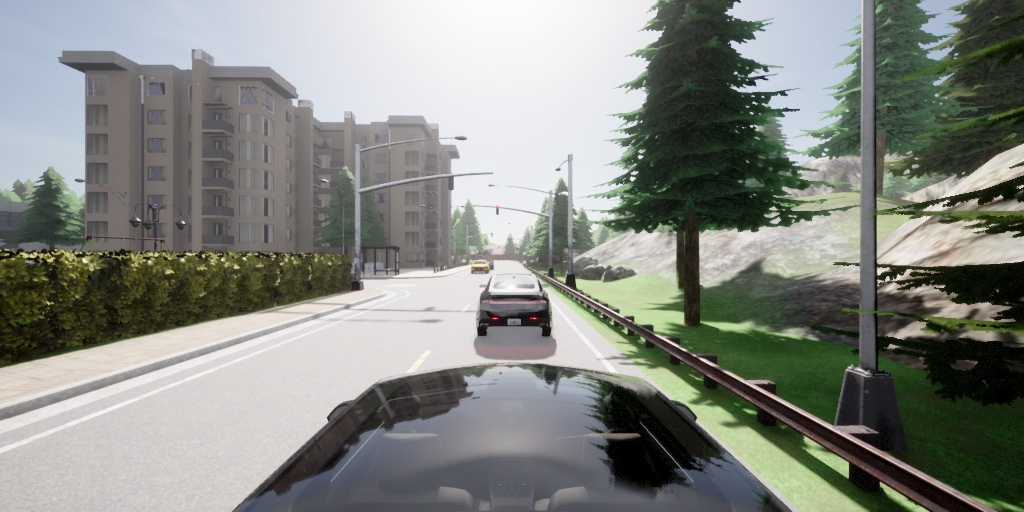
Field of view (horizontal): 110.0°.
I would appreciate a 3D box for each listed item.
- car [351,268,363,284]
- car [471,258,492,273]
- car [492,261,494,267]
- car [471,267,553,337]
[{"bbox_3d":[-12.624,1.087,24.346,4.553,1.767,2.097,0,0,-1],"label":"car"},{"bbox_3d":[-3.693,1.227,42.321,1.882,1.535,5.008,0,0,0],"label":"car"},{"bbox_3d":[-3.707,1.102,51.932,2.097,1.767,4.553,0,0,0],"label":"car"},{"bbox_3d":[0.058,1.242,10.331,2.128,1.511,4.902,0,0,0],"label":"car"}]
